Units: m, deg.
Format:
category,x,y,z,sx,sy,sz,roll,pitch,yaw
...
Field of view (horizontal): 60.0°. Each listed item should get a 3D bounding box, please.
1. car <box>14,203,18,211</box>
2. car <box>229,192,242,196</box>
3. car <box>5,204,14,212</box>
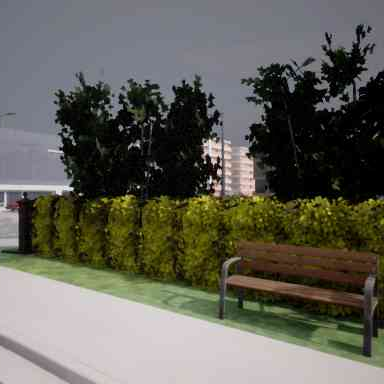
category,x,y,z,sx,sy,sz,roll,pitch,yaw
car,-16.058,1.553,35.854,1.895,1.301,4.718,0,0,36
car,9.482,0.695,72.044,1.812,1.442,4.674,0,0,35
car,-18.648,1.553,38.243,1.895,1.301,4.718,0,0,35
